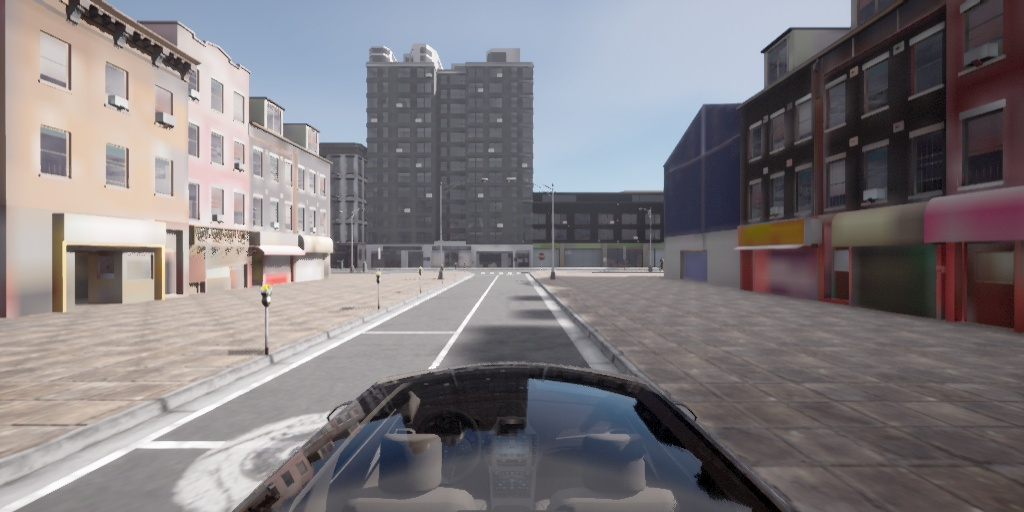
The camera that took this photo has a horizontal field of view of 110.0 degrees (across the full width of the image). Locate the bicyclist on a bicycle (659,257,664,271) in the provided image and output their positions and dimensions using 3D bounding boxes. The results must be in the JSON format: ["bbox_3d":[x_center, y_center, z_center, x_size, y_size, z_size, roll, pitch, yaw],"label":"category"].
[{"bbox_3d":[17.358,0.994,41.438,0.582,1.620,1.656,0,0,0],"label":"bicyclist on a bicycle"}]
